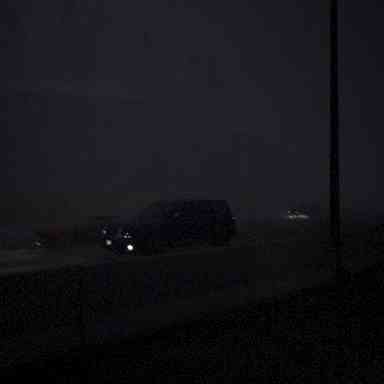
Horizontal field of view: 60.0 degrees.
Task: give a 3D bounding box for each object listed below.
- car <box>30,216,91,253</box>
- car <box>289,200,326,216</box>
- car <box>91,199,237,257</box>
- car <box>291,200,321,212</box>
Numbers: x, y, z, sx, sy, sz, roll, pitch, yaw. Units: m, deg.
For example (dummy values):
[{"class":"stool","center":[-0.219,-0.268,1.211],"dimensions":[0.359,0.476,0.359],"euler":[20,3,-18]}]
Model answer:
[{"class":"car","center":[-4.235,1.687,14.249],"dimensions":[4.718,1.301,1.895],"euler":[0,0,-41]},{"class":"car","center":[12.357,1.706,35.229],"dimensions":[5.357,1.411,2.033],"euler":[0,0,-45]},{"class":"car","center":[-0.655,1.290,12.695],"dimensions":[5.566,2.045,2.150],"euler":[0,0,-42]},{"class":"car","center":[14.525,1.755,42.288],"dimensions":[4.181,1.385,1.994],"euler":[0,-1,-45]}]
